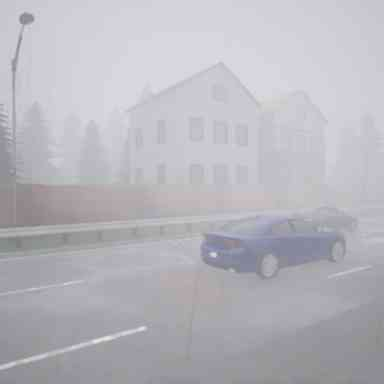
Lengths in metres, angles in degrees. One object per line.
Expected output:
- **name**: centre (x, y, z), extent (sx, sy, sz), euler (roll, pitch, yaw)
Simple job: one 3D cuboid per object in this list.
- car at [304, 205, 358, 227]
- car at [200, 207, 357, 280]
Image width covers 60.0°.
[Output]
- **car**: centre (6.604, 1.386, 17.025), extent (4.674, 1.442, 1.812), euler (-1, 0, -36)
- **car**: centre (2.552, 1.409, 9.837), extent (5.008, 1.535, 1.882), euler (-1, 0, -35)
